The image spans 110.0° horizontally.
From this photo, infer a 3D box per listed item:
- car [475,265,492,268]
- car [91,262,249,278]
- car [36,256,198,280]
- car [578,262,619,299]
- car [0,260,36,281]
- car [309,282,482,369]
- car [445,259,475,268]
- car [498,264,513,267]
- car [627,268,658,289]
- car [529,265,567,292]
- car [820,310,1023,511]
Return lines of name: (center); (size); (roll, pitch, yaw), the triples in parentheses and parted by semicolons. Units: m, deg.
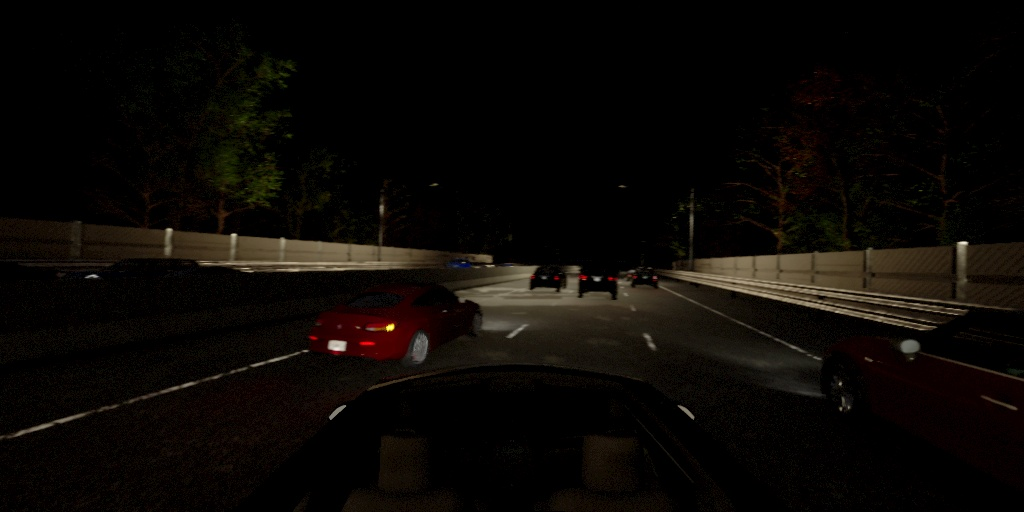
car: (-4.143, 1.955, 54.434); (1.895, 1.301, 4.718); (1, -1, 16)
car: (-11.745, 1.087, 13.367); (1.812, 1.442, 4.674); (1, -1, 15)
car: (-15.042, 0.832, 14.537); (2.097, 1.767, 4.553); (1, -1, 15)
car: (5.258, 1.399, 21.756); (2.150, 2.045, 5.566); (1, -1, 15)
car: (-19.307, 0.800, 12.226); (1.882, 1.535, 5.008); (1, -1, 15)
car: (-2.152, 1.296, 7.880); (1.812, 1.442, 4.674); (1, -1, 15)
car: (-7.997, 1.449, 53.583); (2.150, 2.045, 5.566); (1, -1, 15)
car: (-0.880, 1.910, 53.112); (1.882, 1.535, 5.008); (1, -1, 15)
car: (11.565, 1.848, 31.637); (2.097, 1.767, 4.553); (1, -1, 16)
car: (2.684, 1.504, 25.588); (2.097, 1.767, 4.553); (1, -1, 15)
car: (4.970, 1.267, 3.118); (2.097, 1.767, 4.553); (1, -1, 15)
